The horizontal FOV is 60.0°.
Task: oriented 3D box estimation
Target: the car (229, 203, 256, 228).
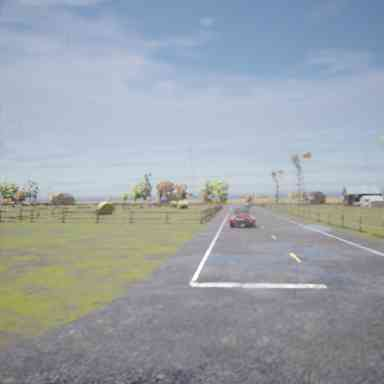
[{"bbox_3d":[4.287,2.101,28.415,2.097,1.767,4.553,-1,-2,7],"label":"car"}]
